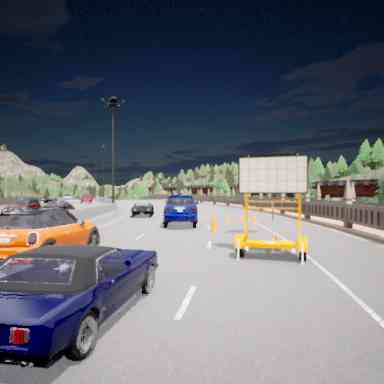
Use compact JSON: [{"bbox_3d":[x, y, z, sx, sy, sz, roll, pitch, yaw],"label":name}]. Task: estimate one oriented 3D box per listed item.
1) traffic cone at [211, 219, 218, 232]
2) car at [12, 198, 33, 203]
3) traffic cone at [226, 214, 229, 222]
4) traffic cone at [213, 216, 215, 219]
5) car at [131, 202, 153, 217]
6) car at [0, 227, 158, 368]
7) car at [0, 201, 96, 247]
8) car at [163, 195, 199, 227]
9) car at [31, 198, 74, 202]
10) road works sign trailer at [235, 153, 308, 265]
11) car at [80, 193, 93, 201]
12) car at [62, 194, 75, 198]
[{"bbox_3d":[1.282,1.944,18.702,0.340,0.580,0.340,0,0,3],"label":"traffic cone"},{"bbox_3d":[-15.271,1.387,30.111,2.097,1.767,4.553,0,0,-6],"label":"car"},{"bbox_3d":[2.611,1.938,24.638,0.340,0.580,0.340,0,0,3],"label":"traffic cone"},{"bbox_3d":[1.392,1.943,20.699,0.340,0.580,0.340,0,0,3],"label":"traffic cone"},{"bbox_3d":[-4.644,1.602,31.632,1.895,1.301,4.718,0,0,-5],"label":"car"},{"bbox_3d":[-2.060,1.598,5.957,1.895,1.301,4.718,0,0,10],"label":"car"},{"bbox_3d":[-4.903,1.351,11.300,2.097,1.767,4.553,0,0,7],"label":"car"},{"bbox_3d":[-0.742,1.214,22.867,2.150,2.045,5.566,0,0,0],"label":"car"},{"bbox_3d":[-11.667,1.514,28.812,2.128,1.511,4.902,0,0,-4],"label":"car"},{"bbox_3d":[2.885,0.454,11.854,2.380,3.560,2.880,0,0,18],"label":"road works sign trailer"},{"bbox_3d":[-21.416,1.311,67.503,2.150,2.045,5.566,0,0,-19],"label":"car"},{"bbox_3d":[-25.540,1.334,68.723,2.150,2.045,5.566,0,0,-19],"label":"car"}]
